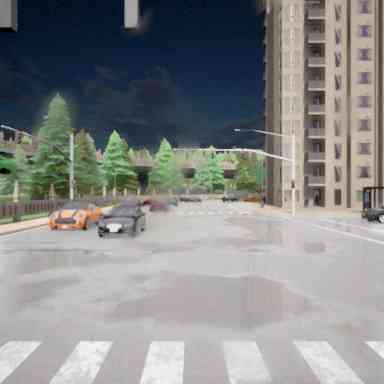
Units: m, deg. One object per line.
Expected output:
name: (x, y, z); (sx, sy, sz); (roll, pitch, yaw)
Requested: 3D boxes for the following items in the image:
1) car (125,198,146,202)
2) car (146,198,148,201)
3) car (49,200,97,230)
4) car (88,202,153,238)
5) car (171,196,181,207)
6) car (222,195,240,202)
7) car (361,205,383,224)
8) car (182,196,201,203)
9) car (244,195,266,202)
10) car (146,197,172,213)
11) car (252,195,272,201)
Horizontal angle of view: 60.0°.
car: (-7.060, 1.486, 39.291); (1.837, 1.490, 4.892); (0, 0, 0)
car: (-6.746, 1.575, 54.140); (1.895, 1.301, 4.718); (0, 0, 4)
car: (-7.089, 1.346, 20.784); (2.097, 1.767, 4.553); (0, 0, 0)
car: (-3.587, 1.495, 17.701); (2.128, 1.511, 4.902); (0, 0, 0)
car: (-3.329, 1.539, 51.812); (1.994, 1.385, 4.181); (0, 0, 3)
car: (8.568, 1.490, 73.545); (4.674, 1.442, 1.812); (0, 0, -42)
car: (15.375, 1.548, 25.037); (4.892, 1.490, 1.837); (0, 0, 0)
car: (0.283, 1.530, 67.973); (1.994, 1.385, 4.181); (0, 0, 27)
car: (13.580, 1.443, 73.354); (5.008, 1.535, 1.882); (0, 0, -37)
car: (-3.577, 1.583, 37.202); (1.895, 1.301, 4.718); (0, 0, 0)
car: (16.667, 1.515, 79.402); (4.181, 1.385, 1.994); (0, 0, -24)
